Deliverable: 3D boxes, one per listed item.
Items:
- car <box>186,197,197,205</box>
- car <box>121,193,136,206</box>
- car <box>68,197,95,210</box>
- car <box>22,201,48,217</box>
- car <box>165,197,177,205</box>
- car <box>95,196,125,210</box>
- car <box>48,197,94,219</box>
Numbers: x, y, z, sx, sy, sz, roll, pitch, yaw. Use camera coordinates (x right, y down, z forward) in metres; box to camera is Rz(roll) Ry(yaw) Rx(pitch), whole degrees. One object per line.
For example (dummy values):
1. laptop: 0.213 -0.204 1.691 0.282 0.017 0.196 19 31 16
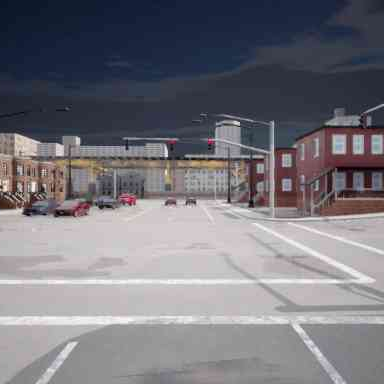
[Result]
1. car: -0.168 1.526 58.619 1.812 1.442 4.674 0 0 0
2. car: -10.722 1.222 55.058 2.150 2.045 5.566 0 0 1
3. car: -14.210 1.478 43.157 1.882 1.535 5.008 0 0 0
4. car: -14.186 1.548 31.957 2.033 1.411 5.357 0 0 0
5. car: -3.562 1.526 56.801 1.812 1.442 4.674 0 0 0
6. car: -10.711 1.548 43.543 2.033 1.411 5.357 0 0 0
7. car: -10.679 1.478 29.797 1.882 1.535 5.008 0 0 0
